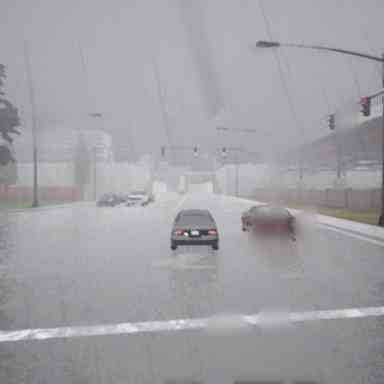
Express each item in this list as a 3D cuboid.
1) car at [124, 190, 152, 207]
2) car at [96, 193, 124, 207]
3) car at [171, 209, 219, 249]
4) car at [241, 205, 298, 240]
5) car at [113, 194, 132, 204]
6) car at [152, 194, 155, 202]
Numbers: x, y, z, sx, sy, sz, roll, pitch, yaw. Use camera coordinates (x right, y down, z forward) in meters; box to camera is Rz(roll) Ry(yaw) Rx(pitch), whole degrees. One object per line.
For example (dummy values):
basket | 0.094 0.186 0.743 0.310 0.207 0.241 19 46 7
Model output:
car | -7.028 0.772 43.395 2.150 2.045 5.566 0 1 0
car | -10.534 0.918 42.118 2.097 1.767 4.553 0 1 0
car | 0.100 1.441 13.989 2.033 1.411 5.357 0 1 0
car | 3.600 1.352 16.137 1.882 1.535 5.008 0 1 0
car | -10.528 1.024 50.757 1.994 1.385 4.181 0 1 1
car | -7.024 0.911 52.932 1.882 1.535 5.008 0 1 0
